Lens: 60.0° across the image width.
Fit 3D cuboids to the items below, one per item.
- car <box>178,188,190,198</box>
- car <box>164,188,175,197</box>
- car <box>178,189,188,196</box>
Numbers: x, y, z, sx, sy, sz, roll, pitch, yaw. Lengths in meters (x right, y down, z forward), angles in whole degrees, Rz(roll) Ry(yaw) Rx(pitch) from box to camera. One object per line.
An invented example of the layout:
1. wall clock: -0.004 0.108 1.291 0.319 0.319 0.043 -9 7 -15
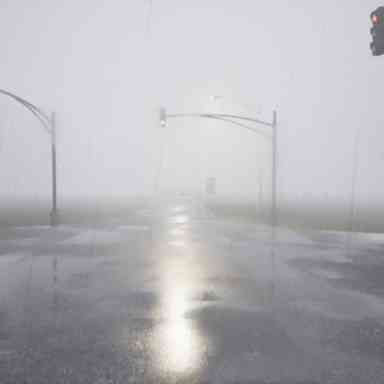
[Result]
1. car: -1.453 0.132 61.369 2.097 1.767 4.553 0 1 -3
2. car: -4.428 0.058 65.472 2.097 1.767 4.553 0 1 -3
3. car: -2.028 0.098 71.446 1.895 1.301 4.718 0 1 -4
